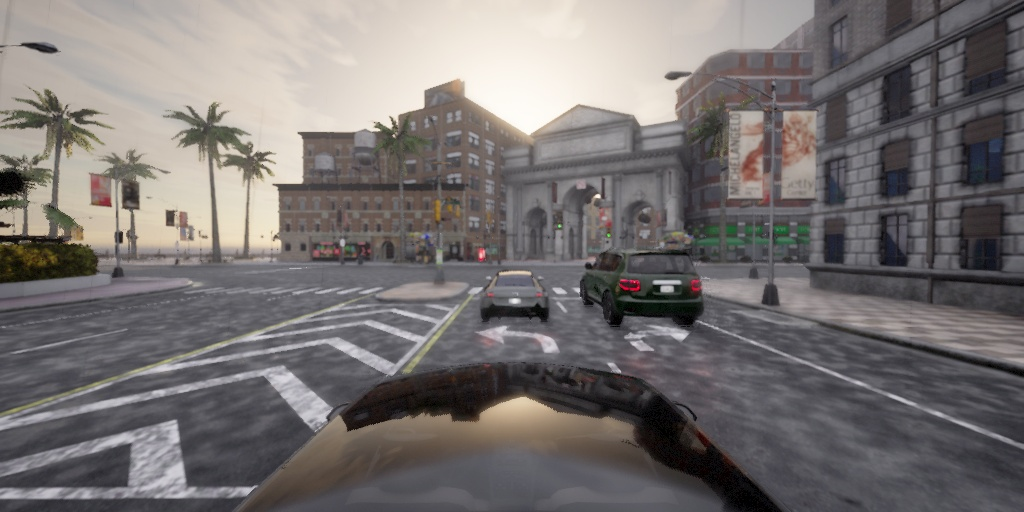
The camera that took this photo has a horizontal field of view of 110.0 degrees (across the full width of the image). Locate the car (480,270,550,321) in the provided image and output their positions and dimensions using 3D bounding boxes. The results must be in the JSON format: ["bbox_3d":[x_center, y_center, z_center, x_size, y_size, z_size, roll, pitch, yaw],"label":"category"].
[{"bbox_3d":[0.084,1.129,11.517,1.994,1.385,4.181,0,1,0],"label":"car"}]

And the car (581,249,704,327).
[{"bbox_3d":[3.590,0.799,10.940,2.150,2.045,5.566,0,1,0],"label":"car"}]
